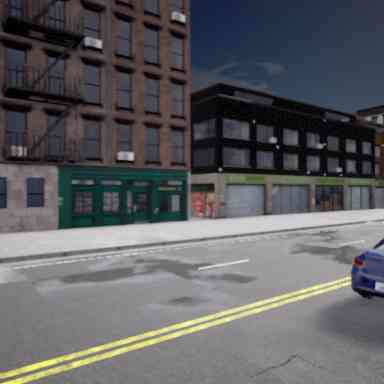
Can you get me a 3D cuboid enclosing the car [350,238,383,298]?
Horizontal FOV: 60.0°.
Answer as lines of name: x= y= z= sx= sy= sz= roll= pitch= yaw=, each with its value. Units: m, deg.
car: x=5.253 y=1.512 z=7.183 sx=4.674 sy=1.442 sz=1.812 roll=0 pitch=0 yaw=-36
